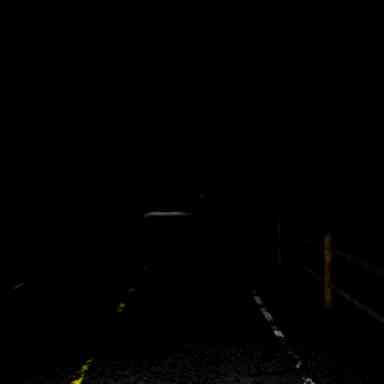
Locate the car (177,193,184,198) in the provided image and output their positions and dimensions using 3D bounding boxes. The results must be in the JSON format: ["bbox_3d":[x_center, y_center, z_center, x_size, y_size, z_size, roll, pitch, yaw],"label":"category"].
[{"bbox_3d":[-2.786,1.007,79.024,1.882,1.535,5.008,0,0,0],"label":"car"}]

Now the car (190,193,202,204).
[{"bbox_3d":[0.935,1.465,61.532,1.812,1.442,4.674,0,0,0],"label":"car"}]

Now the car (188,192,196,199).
[{"bbox_3d":[-0.041,0.955,93.688,2.150,2.045,5.566,0,0,0],"label":"car"}]

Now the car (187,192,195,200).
[{"bbox_3d":[-0.034,1.116,79.701,2.097,1.767,4.553,0,0,0],"label":"car"}]

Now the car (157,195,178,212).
[{"bbox_3d":[-2.861,1.443,38.411,1.882,1.535,5.008,0,0,0],"label":"car"}]
